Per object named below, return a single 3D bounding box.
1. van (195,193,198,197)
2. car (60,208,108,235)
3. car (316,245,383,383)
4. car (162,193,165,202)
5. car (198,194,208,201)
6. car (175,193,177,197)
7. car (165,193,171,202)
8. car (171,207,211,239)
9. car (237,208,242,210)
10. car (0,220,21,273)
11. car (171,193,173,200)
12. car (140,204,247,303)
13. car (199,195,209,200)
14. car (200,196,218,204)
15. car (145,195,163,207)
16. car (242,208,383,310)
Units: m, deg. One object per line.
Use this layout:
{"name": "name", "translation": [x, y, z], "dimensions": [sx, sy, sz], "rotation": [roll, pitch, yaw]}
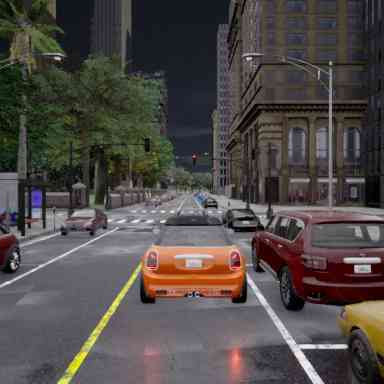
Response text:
{"name": "van", "translation": [2.326, 1.272, 82.947], "dimensions": [1.690, 1.788, 3.998], "rotation": [0, 0, 0]}
{"name": "car", "translation": [-5.858, 1.576, 18.541], "dimensions": [1.802, 1.307, 4.206], "rotation": [0, 0, 0]}
{"name": "car", "translation": [2.752, 1.525, 2.463], "dimensions": [1.752, 1.417, 4.829], "rotation": [0, 0, 0]}
{"name": "car", "translation": [-6.055, 1.407, 55.820], "dimensions": [1.967, 1.590, 4.097], "rotation": [0, 0, 0]}
{"name": "car", "translation": [2.469, 1.492, 56.016], "dimensions": [1.752, 1.417, 4.829], "rotation": [0, 0, 0]}
{"name": "car", "translation": [-6.256, 1.228, 93.762], "dimensions": [2.192, 1.841, 5.009], "rotation": [0, 0, 0]}
{"name": "car", "translation": [-6.141, 1.388, 72.081], "dimensions": [1.967, 1.590, 4.097], "rotation": [0, 0, 0]}
{"name": "car", "translation": [-0.031, 1.595, 18.158], "dimensions": [1.895, 1.301, 4.718], "rotation": [0, 0, 0]}
{"name": "car", "translation": [2.667, 1.560, 18.569], "dimensions": [1.947, 1.339, 4.313], "rotation": [0, 0, 0]}
{"name": "car", "translation": [-5.801, 1.438, 7.689], "dimensions": [1.967, 1.590, 4.097], "rotation": [0, 0, 0]}
{"name": "car", "translation": [-6.170, 1.255, 77.501], "dimensions": [2.192, 1.841, 5.009], "rotation": [0, 0, 0]}
{"name": "car", "translation": [0.032, 1.350, 8.339], "dimensions": [2.097, 1.767, 4.553], "rotation": [0, 0, 0]}
{"name": "car", "translation": [2.499, 1.538, 50.425], "dimensions": [1.947, 1.339, 4.313], "rotation": [0, 0, 0]}
{"name": "car", "translation": [2.528, 1.542, 45.005], "dimensions": [1.947, 1.339, 4.313], "rotation": [0, 0, 0]}
{"name": "car", "translation": [-6.026, 1.523, 50.400], "dimensions": [2.008, 1.369, 4.403], "rotation": [0, 0, 0]}
{"name": "car", "translation": [2.724, 1.313, 7.718], "dimensions": [2.192, 1.841, 5.009], "rotation": [0, 0, 0]}
